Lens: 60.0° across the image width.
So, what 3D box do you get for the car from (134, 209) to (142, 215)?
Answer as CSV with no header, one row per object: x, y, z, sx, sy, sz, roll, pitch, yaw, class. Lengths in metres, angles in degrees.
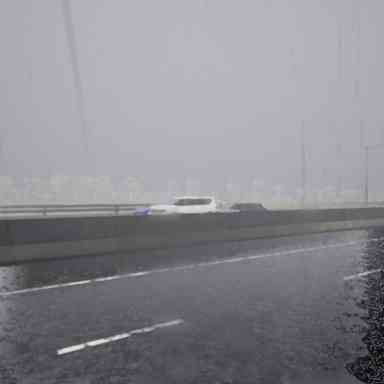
-2.436,1.610,27.953,5.008,1.535,1.882,1,0,-35,car

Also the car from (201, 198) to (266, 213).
3.276,1.504,23.402,4.553,1.767,2.097,1,0,-35,car

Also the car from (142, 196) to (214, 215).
-0.558,1.352,24.999,5.566,2.045,2.150,1,0,-35,car
